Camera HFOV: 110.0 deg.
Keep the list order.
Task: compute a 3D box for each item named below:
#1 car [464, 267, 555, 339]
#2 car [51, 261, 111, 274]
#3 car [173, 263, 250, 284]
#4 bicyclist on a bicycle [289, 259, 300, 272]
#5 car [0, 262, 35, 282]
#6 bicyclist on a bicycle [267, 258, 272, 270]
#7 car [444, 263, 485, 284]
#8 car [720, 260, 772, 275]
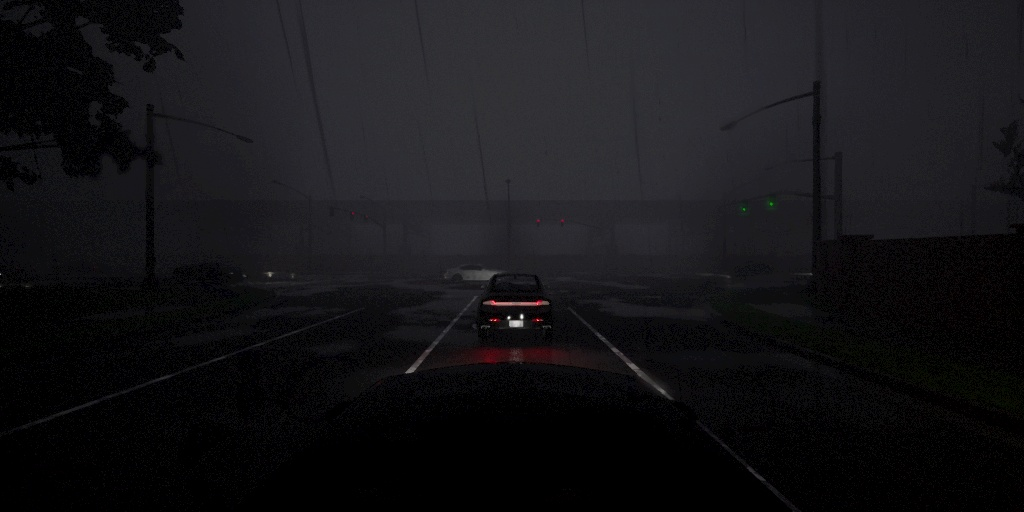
[{"bbox_3d":[0.094,1.242,10.117,2.128,1.511,4.902,0,0,0],"label":"car"},{"bbox_3d":[-49.669,1.297,41.404,5.357,1.411,2.033,0,0,2],"label":"car"},{"bbox_3d":[-22.198,1.242,26.571,4.902,1.511,2.128,0,0,2],"label":"car"},{"bbox_3d":[-27.055,1.203,44.677,0.582,1.620,1.656,0,0,14],"label":"bicyclist on a bicycle"},{"bbox_3d":[-39.973,1.229,27.136,5.008,1.535,1.882,0,0,2],"label":"car"},{"bbox_3d":[-31.608,1.050,46.765,0.582,1.620,1.656,0,0,-33],"label":"bicyclist on a bicycle"},{"bbox_3d":[-2.543,1.262,26.041,4.674,1.442,1.812,0,0,2],"label":"car"},{"bbox_3d":[23.495,1.140,36.052,4.674,1.442,1.812,-1,0,2],"label":"car"}]
